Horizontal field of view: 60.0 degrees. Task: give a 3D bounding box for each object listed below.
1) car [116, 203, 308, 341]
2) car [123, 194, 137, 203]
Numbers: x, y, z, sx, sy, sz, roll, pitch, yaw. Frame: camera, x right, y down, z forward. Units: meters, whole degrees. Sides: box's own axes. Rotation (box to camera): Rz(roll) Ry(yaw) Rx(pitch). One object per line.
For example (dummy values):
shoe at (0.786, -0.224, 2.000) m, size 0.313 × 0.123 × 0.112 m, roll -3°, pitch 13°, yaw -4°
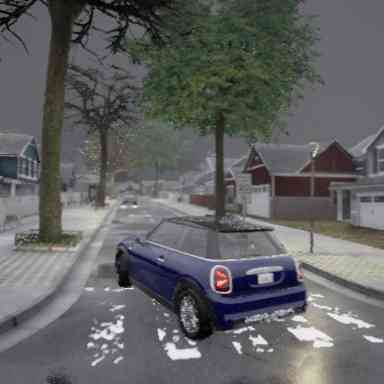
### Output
car at (0.035, 1.281, 6.839) m, size 2.097 × 1.767 × 4.553 m, roll 2°, pitch 0°, yaw -31°
car at (-8.776, 1.074, 46.993) m, size 1.812 × 1.442 × 4.674 m, roll 1°, pitch 0°, yaw -11°
